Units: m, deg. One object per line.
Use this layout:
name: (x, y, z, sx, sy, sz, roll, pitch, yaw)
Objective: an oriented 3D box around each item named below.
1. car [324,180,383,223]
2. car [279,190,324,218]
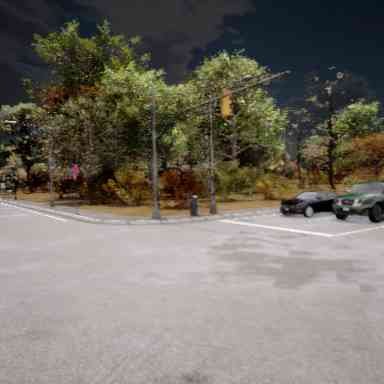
car: (9.977, 0.403, 18.102, 5.566, 2.045, 2.150, -3, 2, -33)
car: (7.567, 0.637, 20.708, 5.008, 1.535, 1.882, -3, 2, -33)
